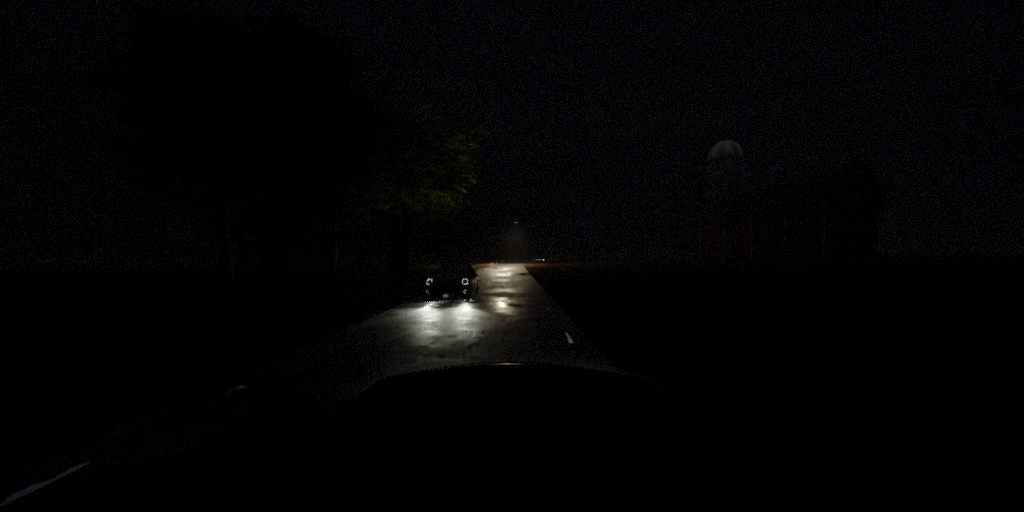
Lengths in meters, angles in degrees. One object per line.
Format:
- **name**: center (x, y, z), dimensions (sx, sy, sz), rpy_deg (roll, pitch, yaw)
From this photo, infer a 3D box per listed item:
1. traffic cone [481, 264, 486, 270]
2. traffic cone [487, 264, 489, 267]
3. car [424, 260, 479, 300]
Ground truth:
- **traffic cone**: center (-3.810, 1.506, 46.246), dimensions (0.340, 0.580, 0.340), rpy_deg (0, 0, 0)
- **traffic cone**: center (-3.805, 1.443, 51.246), dimensions (0.340, 0.580, 0.340), rpy_deg (0, 0, 0)
- **car**: center (-2.835, 1.109, 17.582), dimensions (2.097, 1.767, 4.553), rpy_deg (0, 0, 0)
